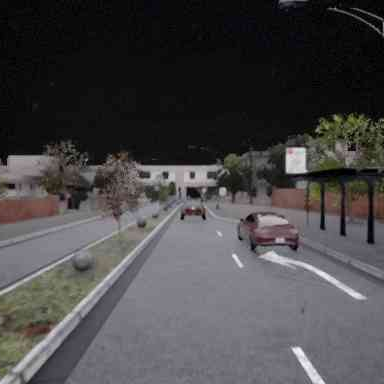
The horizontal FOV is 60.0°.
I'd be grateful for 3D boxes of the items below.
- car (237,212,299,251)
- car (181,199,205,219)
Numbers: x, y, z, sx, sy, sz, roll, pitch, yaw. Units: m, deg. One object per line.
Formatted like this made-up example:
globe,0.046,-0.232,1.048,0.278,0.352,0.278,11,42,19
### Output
car,3.078,1.552,14.059,1.812,1.442,4.674,0,0,-1
car,0.104,1.399,30.025,2.097,1.767,4.553,0,0,0
